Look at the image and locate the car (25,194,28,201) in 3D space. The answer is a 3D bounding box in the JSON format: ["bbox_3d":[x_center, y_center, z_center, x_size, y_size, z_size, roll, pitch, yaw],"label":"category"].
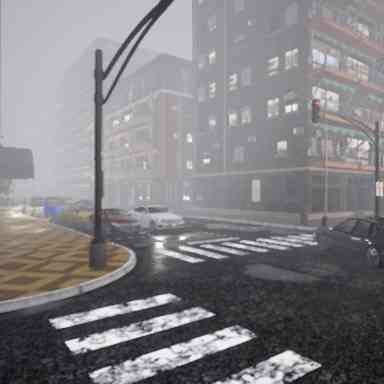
[{"bbox_3d":[-37.195,1.453,78.212,1.752,1.417,4.829,0,0,-36],"label":"car"}]

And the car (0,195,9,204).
[{"bbox_3d":[-33.999,1.320,59.384,1.967,1.590,4.097,0,0,-36],"label":"car"}]

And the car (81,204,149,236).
[{"bbox_3d":[-4.284,1.527,17.970,1.802,1.307,4.206,0,0,-36],"label":"car"}]

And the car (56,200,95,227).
[{"bbox_3d":[-7.486,1.460,22.433,1.752,1.417,4.829,0,0,-36],"label":"car"}]

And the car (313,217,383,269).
[{"bbox_3d":[6.026,1.540,11.075,2.033,1.411,5.357,0,0,-5],"label":"car"}]

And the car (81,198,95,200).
[{"bbox_3d":[-9.331,1.500,29.449,1.994,1.385,4.181,0,0,-36],"label":"car"}]

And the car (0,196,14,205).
[{"bbox_3d":[-30.698,1.428,54.783,1.887,1.381,4.507,0,0,-36],"label":"car"}]

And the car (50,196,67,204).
[{"bbox_3d":[-23.989,1.448,59.806,1.752,1.417,4.829,0,0,-36],"label":"car"}]

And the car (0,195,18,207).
[{"bbox_3d":[-27.298,1.414,50.045,1.752,1.417,4.829,0,0,-36],"label":"car"}]

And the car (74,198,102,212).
[{"bbox_3d":[-12.311,1.464,39.091,1.812,1.442,4.674,0,0,-36],"label":"car"}]

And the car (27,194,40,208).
[{"bbox_3d":[-20.643,1.388,45.328,1.882,1.535,5.008,0,0,-35],"label":"car"}]

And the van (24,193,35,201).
[{"bbox_3d":[-40.397,1.272,82.676,1.690,1.788,3.998,0,0,-36],"label":"van"}]

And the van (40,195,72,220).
[{"bbox_3d":[-10.887,1.266,27.174,1.690,1.788,3.998,0,0,-36],"label":"van"}]

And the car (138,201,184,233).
[{"bbox_3d":[-2.303,1.482,19.687,1.812,1.442,4.674,0,0,-36],"label":"car"}]

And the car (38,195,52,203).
[{"bbox_3d":[-30.493,1.361,68.871,1.967,1.590,4.097,0,0,-36],"label":"car"}]

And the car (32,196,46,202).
[{"bbox_3d":[-33.794,1.489,73.471,1.947,1.339,4.313,0,0,-36],"label":"car"}]
